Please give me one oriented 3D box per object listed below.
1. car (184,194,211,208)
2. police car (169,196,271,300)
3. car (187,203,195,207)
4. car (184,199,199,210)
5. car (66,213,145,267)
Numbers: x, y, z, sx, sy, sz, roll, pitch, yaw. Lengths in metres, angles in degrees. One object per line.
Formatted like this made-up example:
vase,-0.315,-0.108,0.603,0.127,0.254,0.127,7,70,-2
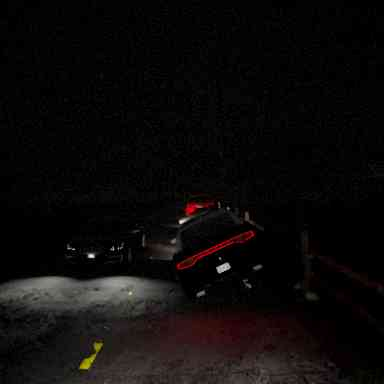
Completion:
car,0.677,1.238,24.480,2.150,2.045,5.566,-3,-2,3
police car,0.484,1.210,8.657,1.930,1.638,5.238,-25,0,0
car,0.791,1.569,18.537,1.812,1.442,4.674,0,0,0
car,-0.074,1.730,46.471,2.033,1.411,5.357,0,0,0
car,-2.772,1.523,11.576,1.837,1.490,4.892,0,0,0
